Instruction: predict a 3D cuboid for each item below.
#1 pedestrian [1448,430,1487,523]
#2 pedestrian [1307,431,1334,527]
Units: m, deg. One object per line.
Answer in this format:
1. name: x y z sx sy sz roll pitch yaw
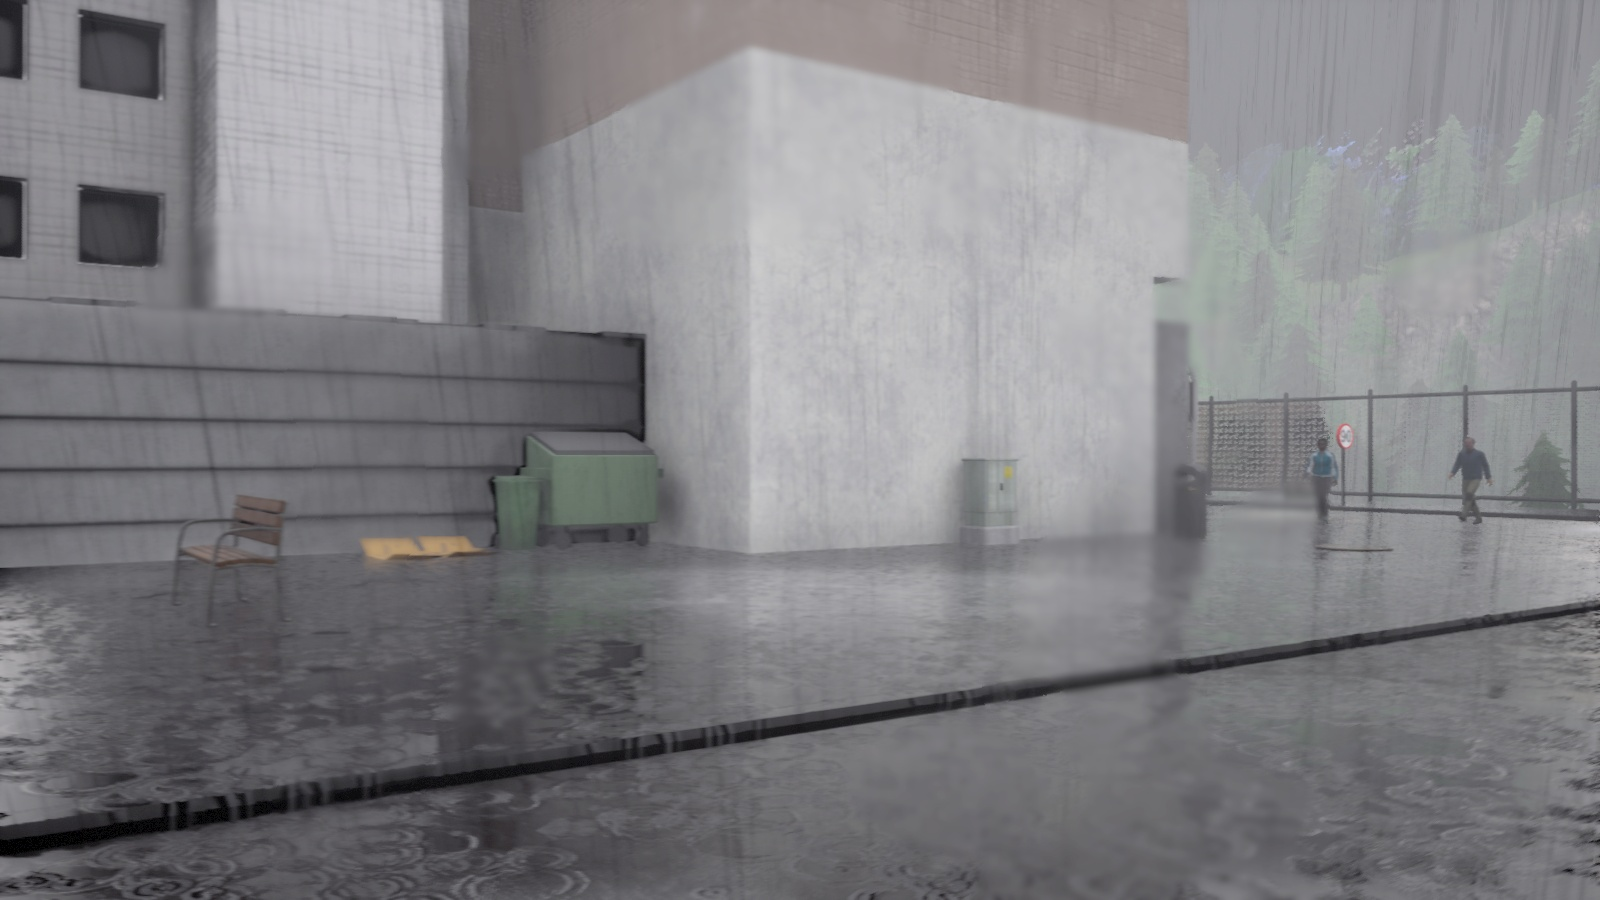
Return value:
1. pedestrian: 13.500 0.527 25.387 0.726 1.842 0.402 0 0 -35
2. pedestrian: 10.727 0.589 25.866 0.396 1.930 0.692 0 0 32
